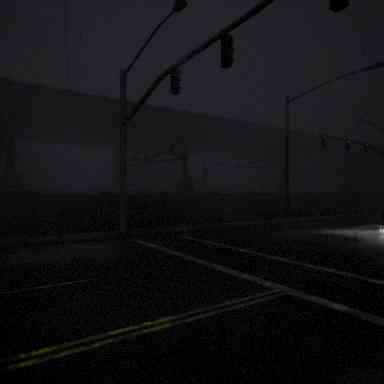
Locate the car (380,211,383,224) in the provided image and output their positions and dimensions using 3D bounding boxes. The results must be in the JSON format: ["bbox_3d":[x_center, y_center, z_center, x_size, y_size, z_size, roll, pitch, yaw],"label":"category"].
[{"bbox_3d":[15.092,1.477,23.284,4.902,1.511,2.128,0,0,-35],"label":"car"}]
